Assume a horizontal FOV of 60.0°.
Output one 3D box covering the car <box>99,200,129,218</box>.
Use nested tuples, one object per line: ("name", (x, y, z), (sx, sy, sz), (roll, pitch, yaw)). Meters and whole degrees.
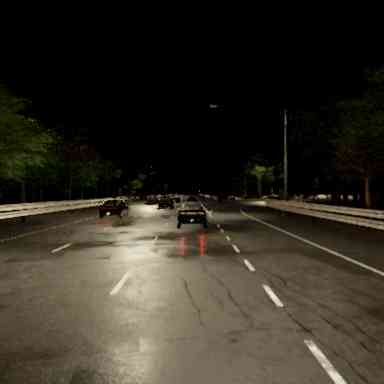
("car", (-6.900, 1.515, 29.788), (1.837, 1.490, 4.892), (0, 0, 0))

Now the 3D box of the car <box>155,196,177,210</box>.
("car", (-3.400, 1.492, 44.360), (1.882, 1.535, 5.008), (0, 0, 0))

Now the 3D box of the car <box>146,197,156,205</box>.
("car", (-6.906, 1.567, 58.389), (2.033, 1.411, 5.357), (0, 0, 0))

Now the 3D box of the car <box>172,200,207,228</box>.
("car", (-0.003, 1.499, 22.261), (2.128, 1.511, 4.902), (0, 0, 0))

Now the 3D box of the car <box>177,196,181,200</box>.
("car", (-3.405, 1.588, 69.446), (1.994, 1.385, 4.181), (0, 0, 0))

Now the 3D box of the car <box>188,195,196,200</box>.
("car", (-0.003, 1.599, 82.955), (1.994, 1.385, 4.181), (0, 0, 0))
